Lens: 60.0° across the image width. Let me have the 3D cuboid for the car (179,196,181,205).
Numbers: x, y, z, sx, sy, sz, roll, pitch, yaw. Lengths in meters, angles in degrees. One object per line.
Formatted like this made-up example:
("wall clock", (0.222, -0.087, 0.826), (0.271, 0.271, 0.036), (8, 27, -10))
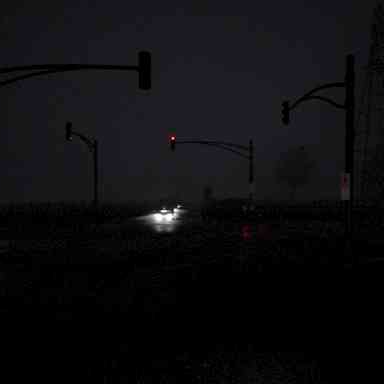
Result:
("car", (-3.019, 1.595, 47.454), (1.895, 1.301, 4.718), (0, 0, 0))

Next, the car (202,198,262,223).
("car", (2.758, 1.274, 24.362), (2.097, 1.767, 4.553), (0, -3, -42))

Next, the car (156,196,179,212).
("car", (-2.966, 1.485, 37.639), (2.128, 1.511, 4.902), (0, 0, -1))

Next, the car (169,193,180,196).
("car", (-3.067, 1.216, 57.806), (2.150, 2.045, 5.566), (0, 0, 0))

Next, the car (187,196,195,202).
("car", (-0.341, 1.595, 78.353), (1.895, 1.301, 4.718), (0, 0, 0))
